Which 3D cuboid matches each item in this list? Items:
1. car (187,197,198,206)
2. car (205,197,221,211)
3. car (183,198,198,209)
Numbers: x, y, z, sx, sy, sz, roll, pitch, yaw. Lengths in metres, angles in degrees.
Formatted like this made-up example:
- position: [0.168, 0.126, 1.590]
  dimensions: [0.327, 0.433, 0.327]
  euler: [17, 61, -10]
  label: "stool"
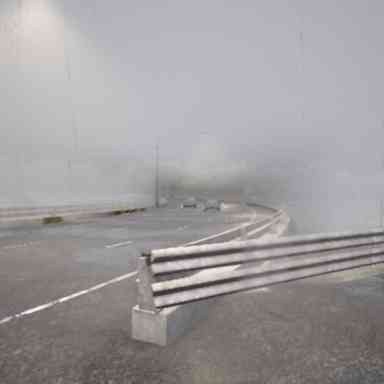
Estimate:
- position: [0.005, 1.761, 62.460]
  dimensions: [1.812, 1.442, 4.674]
  euler: [0, 0, -4]
  label: "car"
- position: [2.741, 1.729, 43.258]
  dimensions: [2.033, 1.411, 5.357]
  euler: [0, 0, 7]
  label: "car"
- position: [-0.180, 1.678, 49.797]
  dimensions: [2.128, 1.511, 4.902]
  euler: [0, 0, 4]
  label: "car"
